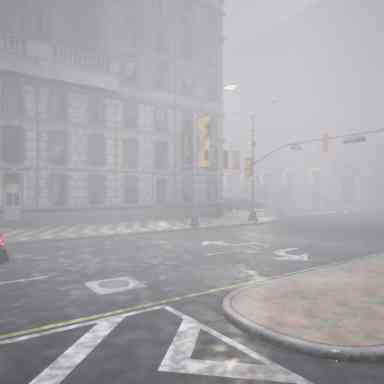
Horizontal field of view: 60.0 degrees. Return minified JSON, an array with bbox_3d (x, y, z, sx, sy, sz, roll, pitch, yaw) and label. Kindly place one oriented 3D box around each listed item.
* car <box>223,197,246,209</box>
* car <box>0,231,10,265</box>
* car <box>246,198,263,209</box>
[{"bbox_3d":[4.495,1.505,44.335,1.837,1.490,4.892,0,0,-36],"label":"car"},{"bbox_3d":[-7.353,1.352,8.583,4.553,1.767,2.097,0,0,-35],"label":"car"},{"bbox_3d":[7.371,1.547,46.323,2.033,1.411,5.357,0,0,-36],"label":"car"}]
